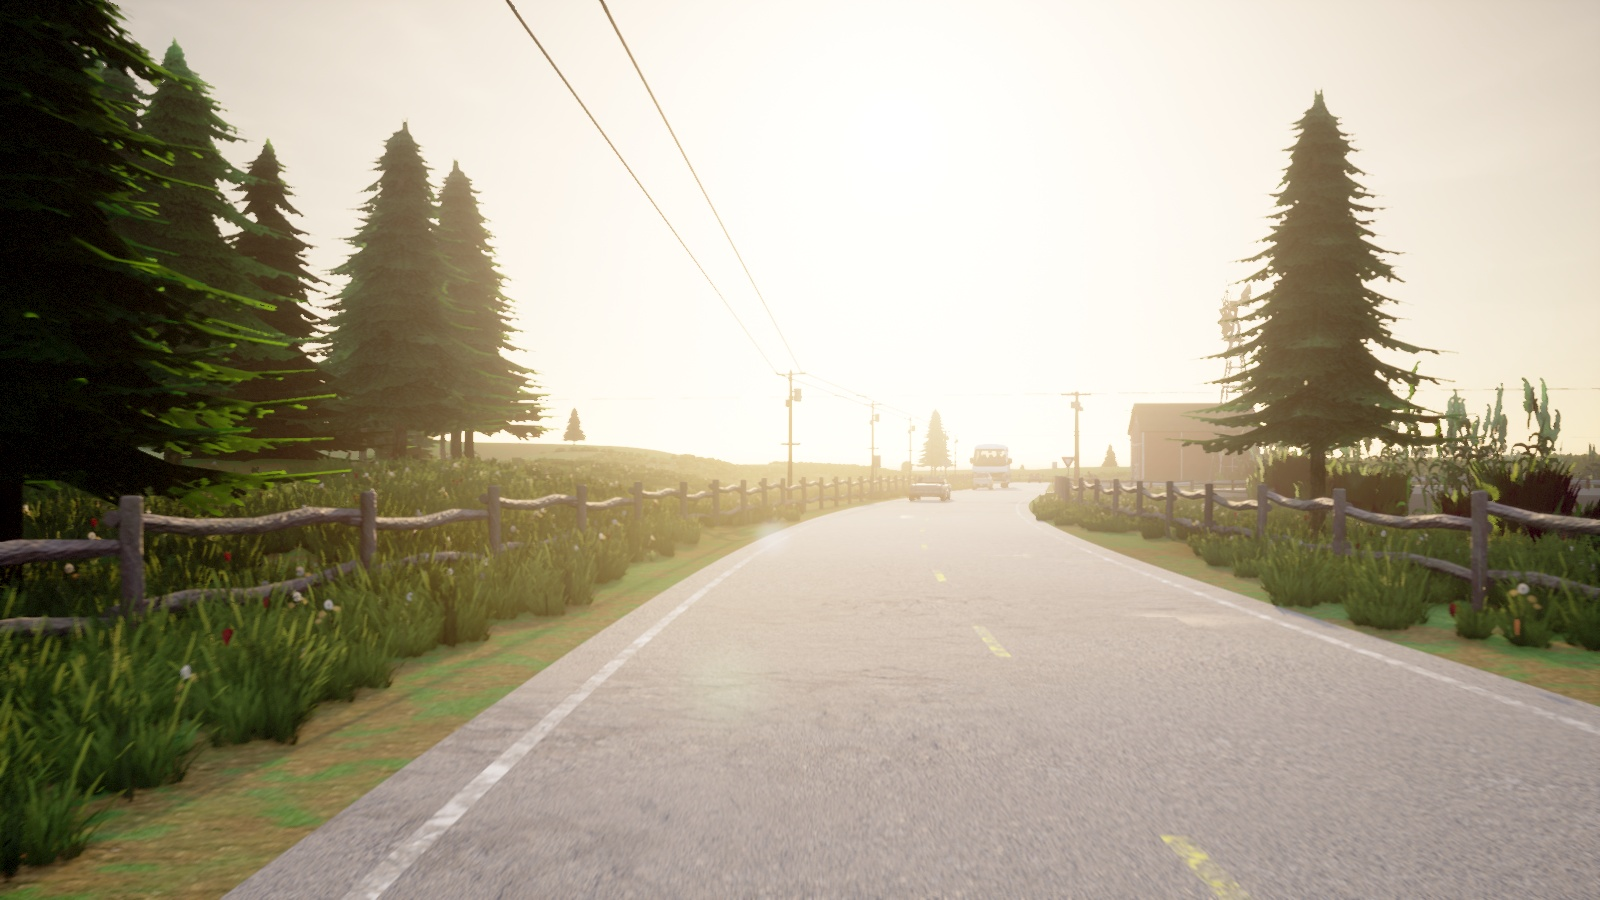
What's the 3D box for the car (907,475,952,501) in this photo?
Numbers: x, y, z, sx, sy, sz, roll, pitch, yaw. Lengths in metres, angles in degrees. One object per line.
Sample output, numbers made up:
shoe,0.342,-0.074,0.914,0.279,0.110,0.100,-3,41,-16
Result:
car,6.986,2.011,67.125,1.895,1.301,4.718,0,-1,12
